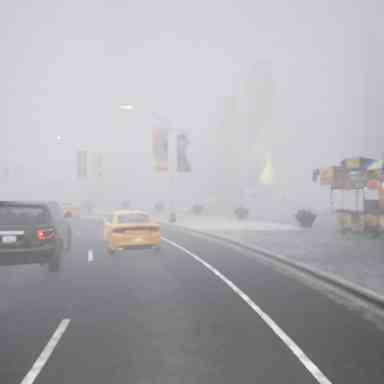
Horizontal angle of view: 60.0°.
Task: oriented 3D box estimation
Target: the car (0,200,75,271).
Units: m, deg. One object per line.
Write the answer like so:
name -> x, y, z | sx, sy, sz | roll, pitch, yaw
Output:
car -> -5.255, 1.261, 10.850 | 2.150, 2.045, 5.566 | 0, 0, -16

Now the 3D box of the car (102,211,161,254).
car -> -2.603, 1.504, 13.770 | 1.882, 1.535, 5.008 | 0, 0, -18

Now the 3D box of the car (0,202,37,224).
car -> -14.204, 1.608, 26.724 | 1.837, 1.490, 4.892 | 1, -1, -41

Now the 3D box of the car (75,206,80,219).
car -> -11.450, 1.566, 28.841 | 1.882, 1.535, 5.008 | 0, 0, -41
